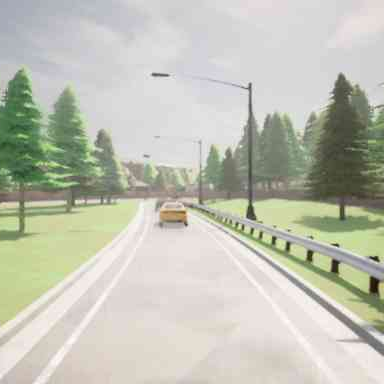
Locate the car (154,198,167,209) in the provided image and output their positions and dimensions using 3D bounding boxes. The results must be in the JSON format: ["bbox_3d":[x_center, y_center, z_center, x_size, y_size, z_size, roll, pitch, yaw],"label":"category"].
[{"bbox_3d":[-3.660,1.545,42.080,1.837,1.490,4.892,0,0,-8],"label":"car"}]

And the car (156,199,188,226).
[{"bbox_3d":[-1.416,1.499,23.951,1.882,1.535,5.008,0,0,-6],"label":"car"}]
